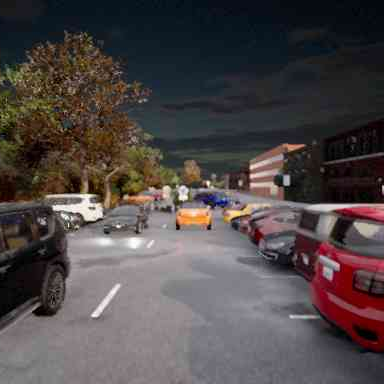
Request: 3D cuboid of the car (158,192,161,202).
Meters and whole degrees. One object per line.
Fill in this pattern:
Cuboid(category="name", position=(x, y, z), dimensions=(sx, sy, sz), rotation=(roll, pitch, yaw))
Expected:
Cuboid(category="car", position=(-8.246, 1.146, 55.640), dimensions=(5.008, 1.535, 2.097), rotation=(0, 0, 0))

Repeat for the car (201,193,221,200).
Cuboid(category="car", position=(4.373, 1.021, 78.405), dimensions=(4.674, 1.452, 2.002), rotation=(0, 1, 0))

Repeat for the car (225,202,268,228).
Cuboid(category="car", position=(4.496, 1.469, 18.542), dimensions=(4.792, 1.488, 2.163), rotation=(0, 0, 0))

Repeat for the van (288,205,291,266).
Cuboid(category="van", position=(4.651, 1.239, 7.284), dimensions=(4.442, 1.987, 1.878), rotation=(0, 0, 0))

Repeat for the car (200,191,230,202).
Cuboid(category="car", position=(4.372, 0.861, 64.255), dimensions=(5.566, 2.045, 2.435), rotation=(0, 0, 0))

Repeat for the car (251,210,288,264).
Cuboid(category="car", position=(4.539, 1.459, 10.192), dimensions=(4.892, 1.521, 2.231), rotation=(0, 0, 0))

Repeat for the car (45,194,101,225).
Cuboid(category="car", position=(-8.585, 1.182, 21.317), dimensions=(5.566, 2.045, 2.435), rotation=(0, 0, 0))

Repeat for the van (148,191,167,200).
Cuboid(category="van", position=(-8.084, 0.756, 78.368), dimensions=(4.442, 1.987, 1.878), rotation=(0, 1, 0))

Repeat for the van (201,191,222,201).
Cuboid(category="van", position=(4.243, 0.849, 72.611), dimensions=(4.442, 1.987, 1.878), rotation=(0, 0, 0))

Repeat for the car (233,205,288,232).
Cuboid(category="car", position=(4.525, 1.486, 15.759), dimensions=(4.674, 1.452, 2.002), rotation=(0, 0, 0))

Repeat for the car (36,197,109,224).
Cuboid(category="car", position=(-8.528, 1.301, 24.103), dimensions=(4.553, 1.767, 2.185), rotation=(0, 0, 0))

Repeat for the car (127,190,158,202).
Cuboid(category="car", position=(-8.226, 1.032, 52.940), dimensions=(4.553, 1.767, 2.185), rotation=(0, 0, 0))

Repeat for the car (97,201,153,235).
Cuboid(category="car", position=(-3.574, 1.465, 18.730), dimensions=(1.837, 1.490, 4.892), rotation=(0, 0, 1))

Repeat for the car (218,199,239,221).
Cuboid(category="car", position=(4.506, 1.468, 23.967), dimensions=(4.674, 1.452, 2.002), rotation=(-1, 0, 0))

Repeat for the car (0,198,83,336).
Cuboid(category="car", position=(-3.537, 1.213, 4.532), dimensions=(2.150, 2.045, 5.566), rotation=(0, 0, 0))

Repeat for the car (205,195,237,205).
Cuboid(category="car", position=(4.315, 1.210, 50.127), dimensions=(4.674, 1.452, 2.002), rotation=(0, 0, 0))

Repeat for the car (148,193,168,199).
Cuboid(category="car", position=(-8.228, 0.950, 81.200), dimensions=(4.792, 1.488, 2.163), rotation=(0, 1, 0))

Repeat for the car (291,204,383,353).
Cuboid(category="car", position=(4.565, 1.219, 4.625), dimensions=(5.566, 2.045, 2.435), rotation=(0, 0, 0))

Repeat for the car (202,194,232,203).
Cuboid(category="car", position=(4.338, 1.135, 58.605), dimensions=(5.008, 1.535, 2.097), rotation=(0, 0, 0))

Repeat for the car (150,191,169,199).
Cuboid(category="car", position=(-8.159, 0.736, 83.893), dimensions=(4.553, 1.767, 2.185), rotation=(0, 1, 0))

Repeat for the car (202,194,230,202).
Cuboid(category="car", position=(4.333, 1.124, 61.430), dimensions=(5.008, 1.535, 2.097), rotation=(0, 0, 0))

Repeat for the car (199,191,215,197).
Cuboid(category="car", position=(4.370, 0.488, 95.352), dimensions=(4.553, 1.767, 2.185), rotation=(0, 1, 0))

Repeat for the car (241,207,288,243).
Cuboid(category="car", position=(4.559, 1.482, 12.976), dimensions=(4.792, 1.488, 2.163), rotation=(0, 0, 0))

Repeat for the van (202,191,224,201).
Cuboid(category="van", position=(4.232, 0.875, 67.080), dimensions=(4.442, 1.987, 1.878), rotation=(0, 0, 0))

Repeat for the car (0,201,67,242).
Cuboid(category="car", position=(-8.583, 1.320, 15.622), dimensions=(4.553, 1.767, 2.185), rotation=(0, 0, 0))

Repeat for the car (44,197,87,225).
Cuboid(category="car", position=(-8.586, 1.314, 18.407), dimensions=(4.553, 1.767, 2.185), rotation=(0, 0, 0))

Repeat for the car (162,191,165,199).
Cuboid(category="car", position=(-8.204, 1.142, 64.111), dimensions=(4.792, 1.488, 2.163), rotation=(0, 0, 0))

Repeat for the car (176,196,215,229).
Cuboid(category="car", position=(0.092, 1.305, 21.086), dimensions=(2.097, 1.767, 4.553), rotation=(0, 0, 0))

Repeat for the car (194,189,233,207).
Cuboid(category="car", position=(1.679, 0.973, 40.125), dimensions=(5.566, 2.045, 2.150), rotation=(1, -1, 43))

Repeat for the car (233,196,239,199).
Cuboid(category="car", position=(4.283, 1.211, 47.301), dimensions=(4.792, 1.488, 2.163), rotation=(0, 0, 0))

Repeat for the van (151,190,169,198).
Cuboid(category="van", position=(-8.302, 0.572, 86.838), dimensions=(4.442, 1.987, 1.878), rotation=(0, 1, 0))

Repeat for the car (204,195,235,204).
Cuboid(category="car", position=(4.320, 1.198, 52.953), dimensions=(4.674, 1.452, 2.002), rotation=(0, 0, 0))

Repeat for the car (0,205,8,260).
Cuboid(category="car", position=(-8.516, 1.332, 10.177), dimensions=(4.553, 1.767, 2.185), rotation=(0, 0, 0))

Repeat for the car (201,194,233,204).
Cuboid(category="car", position=(4.142, 1.144, 55.779), dimensions=(5.366, 1.575, 1.946), rotation=(0, 0, 0))

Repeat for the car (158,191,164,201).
Cuboid(category="car", position=(-8.246, 1.124, 61.412), dimensions=(4.892, 1.521, 2.231), rotation=(0, 0, 0))

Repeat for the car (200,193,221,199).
Cuboid(category="car", position=(4.381, 0.920, 81.230), dimensions=(5.008, 1.535, 2.097), rotation=(0, 1, 0))

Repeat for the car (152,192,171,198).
Cuboid(category="car", position=(-8.184, 0.737, 89.667), dimensions=(4.892, 1.521, 2.231), rotation=(0, 1, 0))

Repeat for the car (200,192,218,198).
Cuboid(category="car", position=(4.383, 0.837, 86.881), dimensions=(4.674, 1.452, 2.002), rotation=(0, 1, 0))
